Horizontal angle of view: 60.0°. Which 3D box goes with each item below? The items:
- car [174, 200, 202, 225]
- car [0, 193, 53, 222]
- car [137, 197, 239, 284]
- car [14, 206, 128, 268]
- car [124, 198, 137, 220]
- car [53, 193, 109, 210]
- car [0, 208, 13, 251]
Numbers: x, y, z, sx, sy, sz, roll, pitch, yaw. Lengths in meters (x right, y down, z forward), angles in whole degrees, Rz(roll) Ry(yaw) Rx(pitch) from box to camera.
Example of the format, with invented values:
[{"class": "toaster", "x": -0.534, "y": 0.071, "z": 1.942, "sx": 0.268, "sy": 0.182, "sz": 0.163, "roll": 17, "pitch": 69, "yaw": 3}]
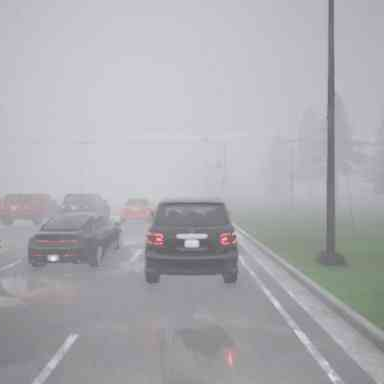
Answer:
[{"class": "car", "x": -0.265, "y": 1.368, "z": 23.844, "sx": 1.812, "sy": 1.442, "sz": 4.674, "roll": 0, "pitch": 0, "yaw": -1}, {"class": "car", "x": -10.749, "y": 1.076, "z": 22.663, "sx": 2.150, "sy": 2.045, "sz": 5.566, "roll": 0, "pitch": 0, "yaw": -1}, {"class": "car", "x": -0.033, "y": 1.155, "z": 9.534, "sx": 2.150, "sy": 2.045, "sz": 5.566, "roll": 0, "pitch": 0, "yaw": -1}, {"class": "car", "x": -3.582, "y": 1.433, "z": 10.964, "sx": 1.837, "sy": 1.490, "sz": 4.892, "roll": 0, "pitch": 0, "yaw": 0}, {"class": "car", "x": -3.770, "y": 1.194, "z": 24.138, "sx": 2.097, "sy": 1.767, "sz": 4.553, "roll": 0, "pitch": 0, "yaw": -1}, {"class": "car", "x": -7.251, "y": 1.073, "z": 22.991, "sx": 2.150, "sy": 2.045, "sz": 5.566, "roll": 0, "pitch": 0, "yaw": -1}, {"class": "car", "x": -7.056, "y": 1.422, "z": 8.719, "sx": 1.882, "sy": 1.535, "sz": 5.008, "roll": 0, "pitch": 1, "yaw": 0}]
